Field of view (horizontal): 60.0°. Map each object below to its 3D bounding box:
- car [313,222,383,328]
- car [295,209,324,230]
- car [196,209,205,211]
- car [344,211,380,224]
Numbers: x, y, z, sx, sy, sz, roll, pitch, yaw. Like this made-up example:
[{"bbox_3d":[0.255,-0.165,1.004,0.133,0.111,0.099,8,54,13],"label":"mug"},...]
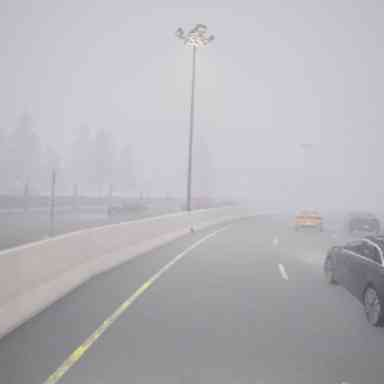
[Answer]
[{"bbox_3d":[4.341,1.715,7.257,2.128,1.511,4.902,2,0,8],"label":"car"},{"bbox_3d":[8.798,2.001,25.042,1.882,1.535,5.008,2,0,19],"label":"car"},{"bbox_3d":[0.573,1.530,41.721,2.150,2.045,5.566,2,-1,27],"label":"car"},{"bbox_3d":[12.111,2.127,23.938,1.882,1.535,5.008,2,0,19],"label":"car"}]
